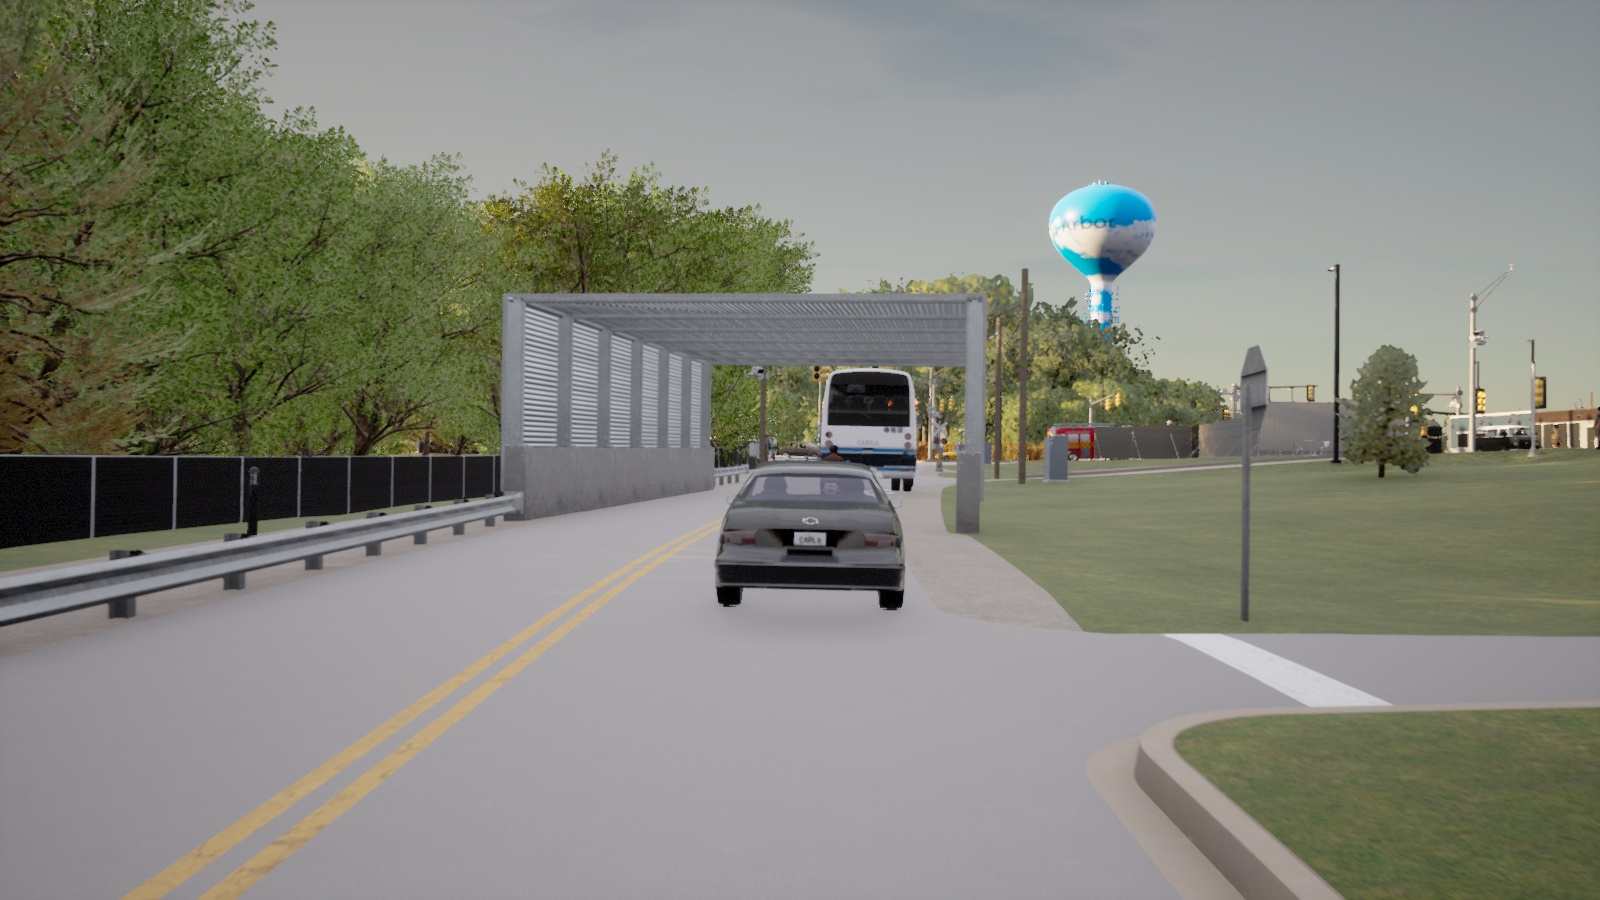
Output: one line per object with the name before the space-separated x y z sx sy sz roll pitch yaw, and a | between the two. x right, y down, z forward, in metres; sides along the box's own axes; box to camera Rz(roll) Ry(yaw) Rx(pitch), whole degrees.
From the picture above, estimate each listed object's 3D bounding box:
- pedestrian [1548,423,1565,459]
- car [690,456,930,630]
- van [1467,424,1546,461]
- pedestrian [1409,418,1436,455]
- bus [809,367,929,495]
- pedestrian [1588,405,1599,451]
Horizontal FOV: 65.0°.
pedestrian | 40.639 -0.474 67.470 0.692 1.930 0.396 1 -1 4
car | 0.137 0.810 13.480 2.033 1.411 5.357 1 0 1
van | 41.799 -0.391 74.436 2.069 2.038 4.480 1 -1 -1
pedestrian | 32.819 -0.702 66.188 0.874 1.855 0.900 2 -1 -15
bus | 2.817 -0.677 47.712 3.944 4.253 10.273 1 0 5
pedestrian | 34.554 -0.932 54.089 0.659 1.952 0.873 1 -1 1
